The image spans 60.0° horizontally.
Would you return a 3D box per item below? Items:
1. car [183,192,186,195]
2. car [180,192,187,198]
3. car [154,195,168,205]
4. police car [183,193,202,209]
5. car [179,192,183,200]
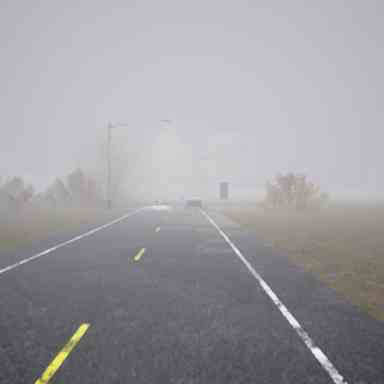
[{"bbox_3d":[-0.100,1.170,51.470,1.801,1.575,5.366,0,0,-2],"label":"car"},{"bbox_3d":[-2.430,0.769,92.852,1.837,1.490,4.892,0,0,-2],"label":"car"},{"bbox_3d":[-4.686,1.216,50.445,2.128,1.511,4.902,0,0,-1],"label":"car"},{"bbox_3d":[0.214,1.202,41.395,1.930,1.638,5.238,0,0,-2],"label":"police car"},{"bbox_3d":[-1.883,1.063,75.047,1.994,1.385,4.181,0,0,-2],"label":"car"}]
